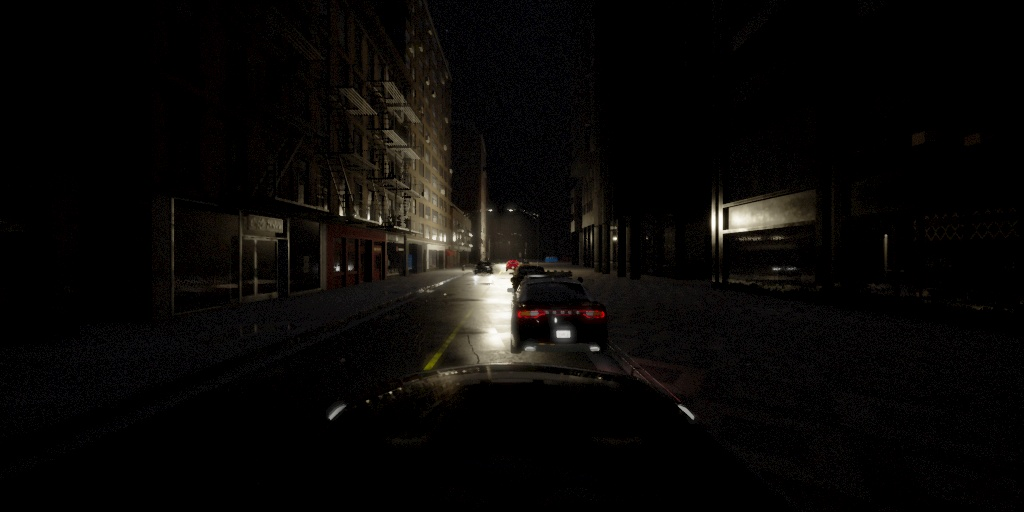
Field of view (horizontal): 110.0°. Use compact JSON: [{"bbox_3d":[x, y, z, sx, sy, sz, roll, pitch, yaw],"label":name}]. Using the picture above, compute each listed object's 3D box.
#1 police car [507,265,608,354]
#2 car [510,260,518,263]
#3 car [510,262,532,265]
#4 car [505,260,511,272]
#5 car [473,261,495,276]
[{"bbox_3d":[0.914,1.175,8.912,1.930,1.638,5.238,0,0,0],"label":"police car"},{"bbox_3d":[0.953,1.209,24.993,1.801,1.575,5.366,0,0,0],"label":"car"},{"bbox_3d":[0.938,1.256,18.802,1.837,1.490,4.892,0,0,0],"label":"car"},{"bbox_3d":[0.143,1.301,47.403,1.812,1.442,4.674,0,0,1],"label":"car"},{"bbox_3d":[-2.918,1.268,38.040,1.837,1.490,4.892,0,0,0],"label":"car"}]
